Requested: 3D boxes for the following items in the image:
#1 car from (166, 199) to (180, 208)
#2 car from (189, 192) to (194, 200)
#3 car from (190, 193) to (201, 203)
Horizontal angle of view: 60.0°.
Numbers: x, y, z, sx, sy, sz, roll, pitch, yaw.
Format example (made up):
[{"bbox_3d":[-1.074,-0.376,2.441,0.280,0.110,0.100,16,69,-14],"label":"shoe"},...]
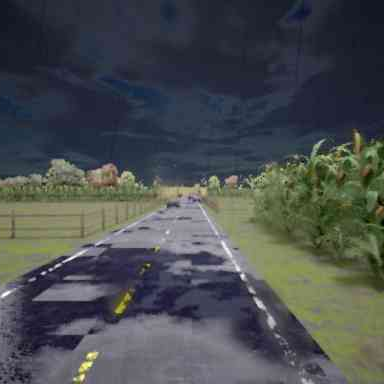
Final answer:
[{"bbox_3d":[-2.820,1.687,50.156,1.895,1.301,4.718,0,0,0],"label":"car"},{"bbox_3d":[0.011,1.456,91.192,1.882,1.535,5.008,0,0,0],"label":"car"},{"bbox_3d":[0.971,1.588,72.317,1.882,1.535,5.008,0,0,0],"label":"car"}]
